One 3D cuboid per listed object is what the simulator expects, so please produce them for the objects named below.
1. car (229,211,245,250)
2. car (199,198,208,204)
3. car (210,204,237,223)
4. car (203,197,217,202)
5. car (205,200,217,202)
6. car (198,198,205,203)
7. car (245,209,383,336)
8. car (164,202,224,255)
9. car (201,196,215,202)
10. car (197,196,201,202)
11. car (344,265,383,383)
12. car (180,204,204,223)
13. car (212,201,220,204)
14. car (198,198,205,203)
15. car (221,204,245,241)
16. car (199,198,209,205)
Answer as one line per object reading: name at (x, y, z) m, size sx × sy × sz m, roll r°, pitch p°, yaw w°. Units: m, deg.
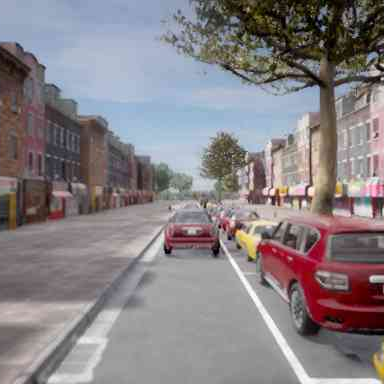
car at (2.639, 1.642, 12.451) m, size 1.752 × 1.417 × 4.829 m, roll 0°, pitch -1°, yaw 0°
car at (2.649, 2.195, 78.831) m, size 1.887 × 1.381 × 4.507 m, roll 0°, pitch 0°, yaw 0°
car at (2.642, 1.812, 28.921) m, size 2.008 × 1.369 × 4.403 m, roll 0°, pitch 0°, yaw 0°
car at (3.032, 1.867, 48.026) m, size 1.801 × 1.575 × 5.366 m, roll 0°, pitch 0°, yaw 0°
car at (2.643, 1.855, 34.466) m, size 2.008 × 1.369 × 4.403 m, roll 0°, pitch 0°, yaw 0°
car at (2.650, 2.345, 95.465) m, size 2.008 × 1.369 × 4.403 m, roll 0°, pitch -1°, yaw 0°
car at (2.637, 1.379, 6.738) m, size 2.192 × 1.841 × 5.009 m, roll 0°, pitch -1°, yaw 0°
car at (0.003, 1.482, 14.074) m, size 2.097 × 1.767 × 4.553 m, roll 0°, pitch -1°, yaw 0°
car at (2.989, 1.692, 54.867) m, size 2.150 × 2.045 × 5.566 m, roll 0°, pitch 0°, yaw 0°
car at (2.647, 1.879, 67.741) m, size 2.192 × 1.841 × 5.009 m, roll 0°, pitch 0°, yaw 0°
car at (2.637, 1.539, 1.360) m, size 1.752 × 1.417 × 4.829 m, roll 0°, pitch -1°, yaw 0°
car at (0.007, 1.828, 29.306) m, size 1.994 × 1.385 × 4.181 m, roll 0°, pitch 0°, yaw 0°
car at (2.641, 1.655, 23.374) m, size 1.967 × 1.590 × 4.097 m, roll 0°, pitch 0°, yaw 0°
car at (2.649, 2.269, 90.092) m, size 1.752 × 1.417 × 4.829 m, roll 0°, pitch -1°, yaw 0°
car at (2.640, 1.607, 17.827) m, size 1.967 × 1.590 × 4.097 m, roll 0°, pitch 0°, yaw 0°
car at (2.648, 2.047, 73.286) m, size 1.967 × 1.590 × 4.097 m, roll 0°, pitch 0°, yaw 0°
